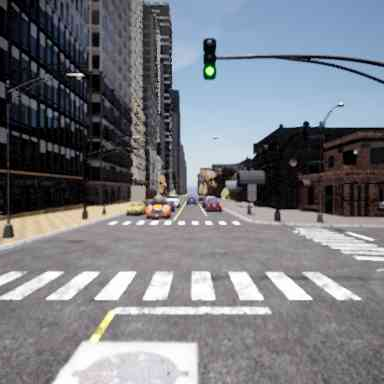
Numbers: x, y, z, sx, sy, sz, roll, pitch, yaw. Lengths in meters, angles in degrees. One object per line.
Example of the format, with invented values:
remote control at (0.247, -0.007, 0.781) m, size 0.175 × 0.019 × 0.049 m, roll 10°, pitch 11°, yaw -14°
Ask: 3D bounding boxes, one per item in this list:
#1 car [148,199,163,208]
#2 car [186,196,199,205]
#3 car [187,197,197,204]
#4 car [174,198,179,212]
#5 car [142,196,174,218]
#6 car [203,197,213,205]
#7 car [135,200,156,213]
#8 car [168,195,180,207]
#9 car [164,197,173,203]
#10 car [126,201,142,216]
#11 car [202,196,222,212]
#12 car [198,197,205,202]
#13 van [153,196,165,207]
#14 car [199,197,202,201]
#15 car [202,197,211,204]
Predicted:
car at (-5.689, 1.805, 52.549) m, size 1.947 × 1.339 × 4.313 m, roll -1°, pitch 0°, yaw 0°
car at (-0.025, 1.642, 63.738) m, size 2.097 × 1.767 × 4.553 m, roll 0°, pitch 0°, yaw 0°
car at (-0.028, 1.777, 72.551) m, size 2.128 × 1.511 × 4.902 m, roll 0°, pitch 0°, yaw 0°
car at (-3.105, 1.752, 41.497) m, size 1.994 × 1.385 × 4.181 m, roll 0°, pitch 0°, yaw 0°
car at (-3.111, 1.495, 31.653) m, size 2.097 × 1.767 × 4.553 m, roll 0°, pitch 0°, yaw 0°
car at (3.120, 1.809, 67.117) m, size 1.837 × 1.490 × 4.892 m, roll 0°, pitch 0°, yaw 0°
car at (-5.684, 1.753, 41.260) m, size 1.947 × 1.339 × 4.313 m, roll -1°, pitch 0°, yaw 0°
car at (-3.096, 1.466, 53.275) m, size 2.150 × 2.045 × 5.566 m, roll 0°, pitch -1°, yaw 1°
car at (-5.700, 1.894, 80.599) m, size 1.752 × 1.417 × 4.829 m, roll -1°, pitch 0°, yaw 0°
car at (-5.853, 1.686, 35.447) m, size 1.752 × 1.417 × 4.829 m, roll -1°, pitch 0°, yaw 0°
car at (2.661, 1.627, 41.210) m, size 1.967 × 1.590 × 4.097 m, roll -1°, pitch 0°, yaw 0°
car at (2.643, 1.988, 92.006) m, size 1.947 × 1.339 × 4.313 m, roll -1°, pitch 0°, yaw 0°
van at (-5.695, 1.606, 58.194) m, size 1.690 × 1.788 × 3.998 m, roll -1°, pitch 0°, yaw 0°
car at (2.654, 1.554, 52.498) m, size 2.192 × 1.841 × 5.009 m, roll -1°, pitch 0°, yaw 0°
car at (3.117, 1.842, 74.118) m, size 1.837 × 1.490 × 4.892 m, roll 0°, pitch 0°, yaw 0°
